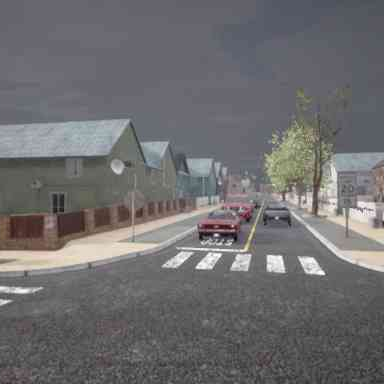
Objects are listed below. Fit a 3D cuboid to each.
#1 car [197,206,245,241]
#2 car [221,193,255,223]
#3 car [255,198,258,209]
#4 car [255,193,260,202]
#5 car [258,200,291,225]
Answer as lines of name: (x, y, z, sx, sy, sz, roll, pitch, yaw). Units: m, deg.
car: (1.515, 1.603, 16.917, 1.895, 1.301, 4.718, 0, 0, 11)
car: (3.632, 1.225, 26.435, 2.150, 2.045, 5.566, 0, 0, 13)
car: (5.836, 1.605, 36.149, 1.895, 1.301, 4.718, 0, 0, 13)
car: (8.247, 1.224, 46.496, 2.150, 2.045, 5.566, 0, 0, 17)
car: (6.149, 1.497, 24.209, 2.128, 1.511, 4.902, 0, 0, 13)
